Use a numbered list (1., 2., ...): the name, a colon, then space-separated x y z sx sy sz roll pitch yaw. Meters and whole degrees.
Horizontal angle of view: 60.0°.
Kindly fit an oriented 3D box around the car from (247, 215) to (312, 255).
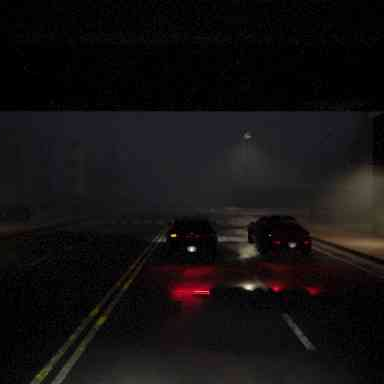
1. car: 3.511 1.675 13.877 1.812 1.442 4.674 0 0 0

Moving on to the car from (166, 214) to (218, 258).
1. car: 0.008 1.652 13.492 1.837 1.490 4.892 0 0 0

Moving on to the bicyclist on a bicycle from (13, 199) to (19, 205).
1. bicyclist on a bicycle: -25.313 1.810 47.850 0.582 1.620 1.656 0 0 0
